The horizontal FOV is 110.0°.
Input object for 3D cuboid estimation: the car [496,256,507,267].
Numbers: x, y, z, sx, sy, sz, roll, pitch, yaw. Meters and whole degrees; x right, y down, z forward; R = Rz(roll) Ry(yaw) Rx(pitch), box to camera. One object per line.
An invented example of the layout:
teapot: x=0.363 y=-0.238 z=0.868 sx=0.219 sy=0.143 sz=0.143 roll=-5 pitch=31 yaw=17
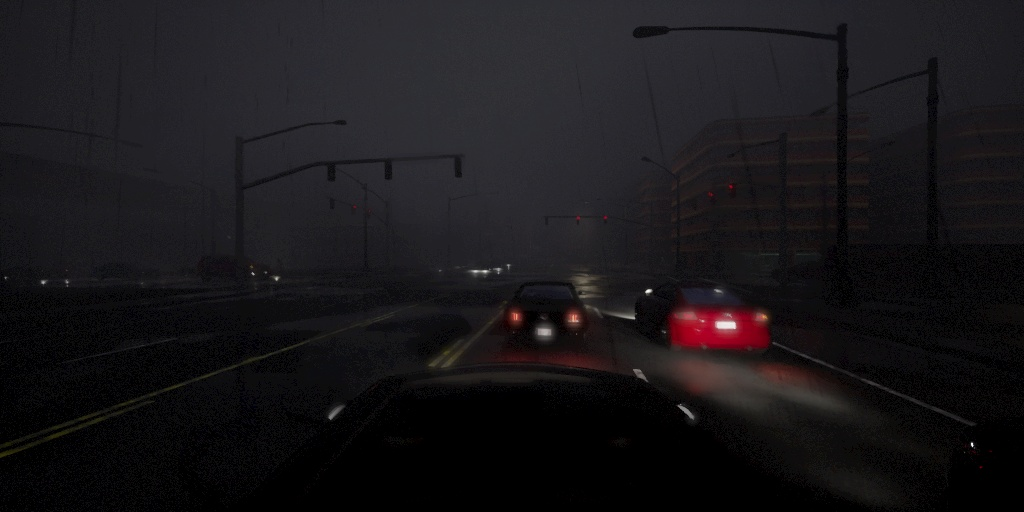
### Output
car: x=-2.499 y=1.064 z=58.569 sx=1.895 sy=1.301 sz=4.718 roll=0 pitch=1 yaw=8

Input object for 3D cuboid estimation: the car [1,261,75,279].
car: x=-41.836 y=1.351 z=31.600 sx=4.718 sy=1.301 sz=1.895 roll=0 pitch=0 yaw=12

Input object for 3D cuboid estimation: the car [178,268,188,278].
car: x=-28.248 y=1.351 z=33.488 sx=4.718 sy=1.301 sz=1.895 roll=0 pitch=0 yaw=7

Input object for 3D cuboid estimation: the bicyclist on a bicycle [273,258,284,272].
bicyclist on a bicycle: x=-26.397 y=1.053 z=40.606 sx=0.582 sy=1.620 sz=1.656 roll=0 pitch=0 yaw=7

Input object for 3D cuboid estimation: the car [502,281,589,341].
car: x=1.002 y=1.351 z=9.923 sx=1.895 sy=1.301 sz=4.718 roll=0 pitch=0 yaw=8

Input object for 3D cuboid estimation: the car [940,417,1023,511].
car: x=3.640 y=1.242 z=0.209 sx=2.128 sy=1.511 sz=4.902 roll=0 pitch=0 yaw=1

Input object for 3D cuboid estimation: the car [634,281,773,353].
car: x=4.405 y=1.314 z=8.921 sx=1.994 sy=1.385 sz=4.181 roll=0 pitch=0 yaw=7

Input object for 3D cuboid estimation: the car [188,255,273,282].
car: x=-22.499 y=0.971 z=29.093 sx=5.566 sy=2.045 sz=2.150 roll=0 pitch=0 yaw=7

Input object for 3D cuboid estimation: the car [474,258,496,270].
car: x=-3.851 y=1.176 z=48.715 sx=1.994 sy=1.385 sz=4.181 roll=0 pitch=1 yaw=8

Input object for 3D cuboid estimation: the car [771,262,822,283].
car: x=22.819 y=1.228 z=27.585 sx=5.008 sy=1.535 sz=1.882 roll=0 pitch=0 yaw=7

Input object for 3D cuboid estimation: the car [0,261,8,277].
car: x=-51.148 y=1.276 z=35.282 sx=4.674 sy=1.442 sz=1.812 roll=0 pitch=0 yaw=35

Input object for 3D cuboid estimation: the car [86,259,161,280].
car: x=-32.430 y=1.228 z=30.270 sx=5.008 sy=1.535 sz=1.882 roll=0 pitch=0 yaw=7
